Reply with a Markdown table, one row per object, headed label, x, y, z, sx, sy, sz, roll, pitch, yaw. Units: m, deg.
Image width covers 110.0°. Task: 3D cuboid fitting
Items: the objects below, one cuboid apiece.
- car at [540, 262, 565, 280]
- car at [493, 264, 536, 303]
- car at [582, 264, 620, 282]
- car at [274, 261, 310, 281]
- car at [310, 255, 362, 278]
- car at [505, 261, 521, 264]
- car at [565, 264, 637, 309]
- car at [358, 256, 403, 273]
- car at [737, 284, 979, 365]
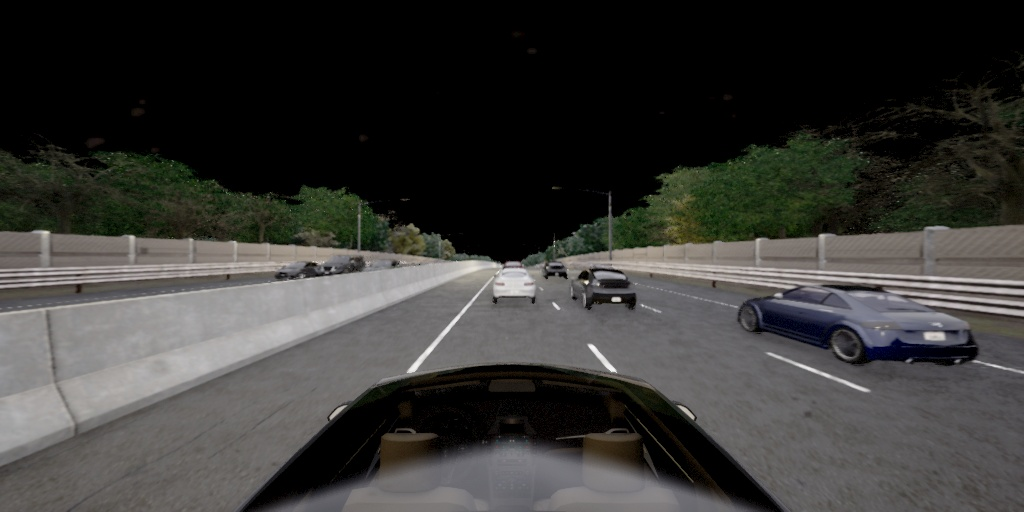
| label | x | y | z | sx | sy | sz | roll | pitch | yaw |
| --- | --- | --- | --- | --- | --- | --- | --- | --- | --- |
| car | 3.597 | 1.216 | 31.006 | 1.837 | 1.490 | 4.892 | 0 | 0 | 0 |
| car | 0.098 | 1.260 | 16.501 | 1.812 | 1.442 | 4.674 | 0 | 0 | 0 |
| car | 7.096 | 1.314 | 29.055 | 1.895 | 1.301 | 4.718 | 0 | 0 | 0 |
| car | -17.596 | 1.218 | 29.948 | 1.837 | 1.490 | 4.892 | 0 | 0 | 0 |
| car | -14.097 | 0.935 | 30.063 | 2.150 | 2.045 | 5.566 | 0 | 0 | 0 |
| car | 0.098 | 1.188 | 32.623 | 1.882 | 1.535 | 5.008 | 0 | 0 | 0 |
| car | 3.596 | 1.243 | 14.768 | 1.837 | 1.490 | 4.892 | 0 | 0 | 0 |
| car | -10.597 | 1.065 | 29.866 | 2.097 | 1.767 | 4.553 | 0 | 0 | 0 |
| car | 7.089 | 1.311 | 8.019 | 1.994 | 1.385 | 4.181 | 0 | 0 | 0 |
